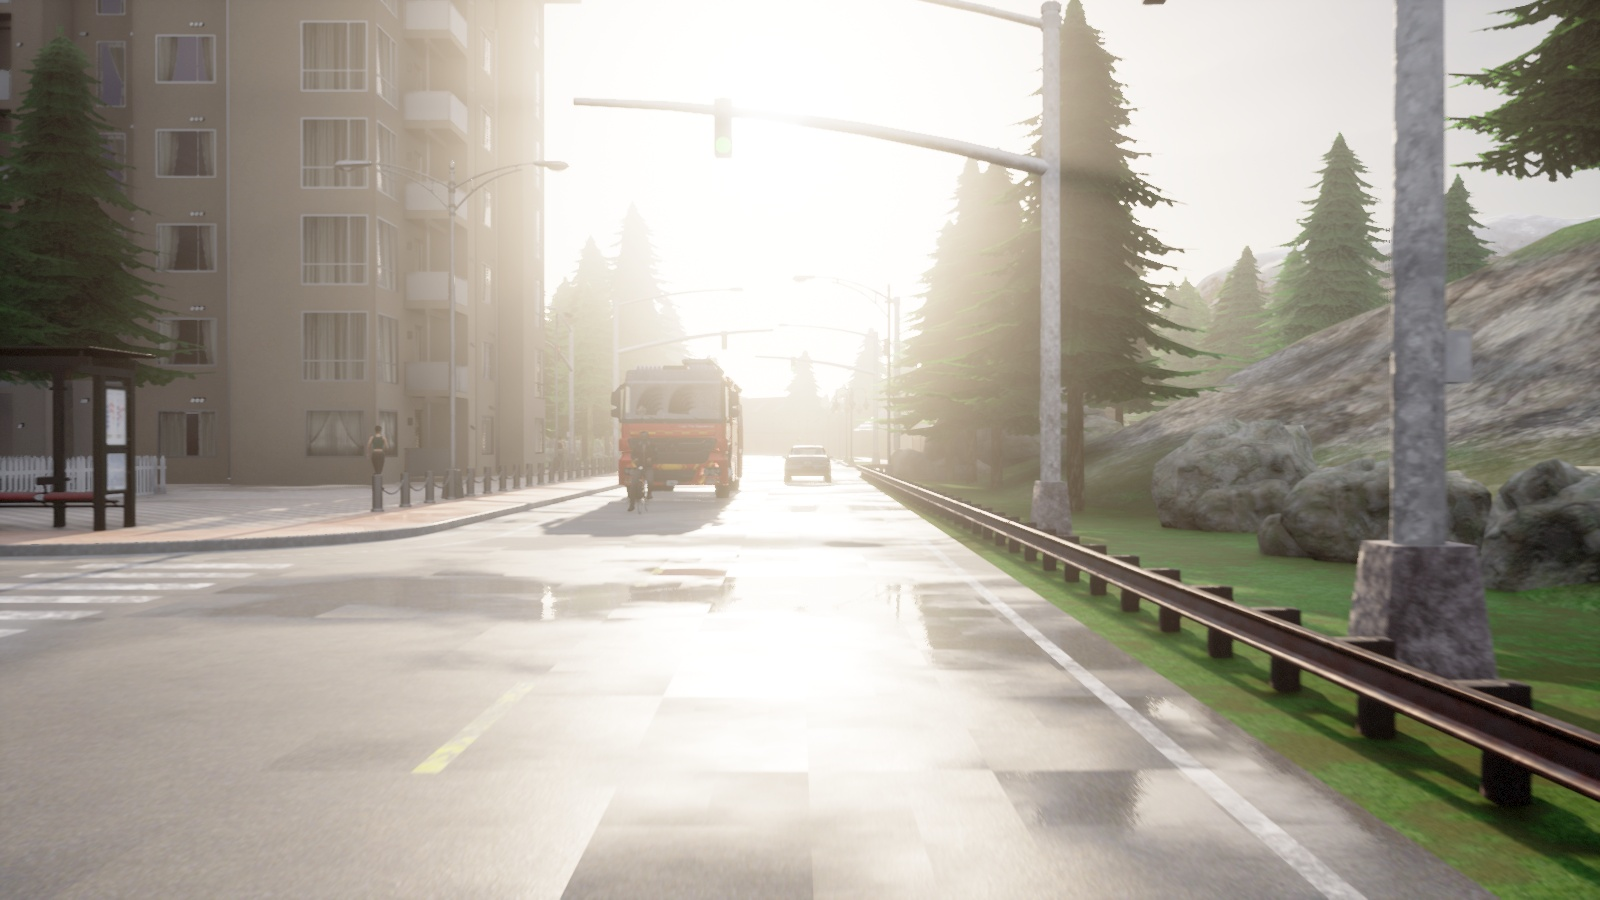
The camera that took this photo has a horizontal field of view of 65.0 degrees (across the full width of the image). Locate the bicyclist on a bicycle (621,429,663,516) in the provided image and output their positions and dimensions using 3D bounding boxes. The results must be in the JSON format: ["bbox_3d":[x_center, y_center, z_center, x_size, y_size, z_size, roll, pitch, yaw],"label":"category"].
[{"bbox_3d":[-3.331,0.465,26.570,0.659,1.776,1.843,0,0,0],"label":"bicyclist on a bicycle"}]

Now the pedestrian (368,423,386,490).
[{"bbox_3d":[-11.834,0.180,35.140,0.345,1.836,0.594,0,0,-3],"label":"pedestrian"}]

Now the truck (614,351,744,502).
[{"bbox_3d":[-3.274,-0.625,36.251,2.891,3.827,8.468,0,0,0],"label":"truck"}]

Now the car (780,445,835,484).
[{"bbox_3d":[0.300,0.518,49.126,2.033,1.411,5.357,0,0,0],"label":"car"}]
